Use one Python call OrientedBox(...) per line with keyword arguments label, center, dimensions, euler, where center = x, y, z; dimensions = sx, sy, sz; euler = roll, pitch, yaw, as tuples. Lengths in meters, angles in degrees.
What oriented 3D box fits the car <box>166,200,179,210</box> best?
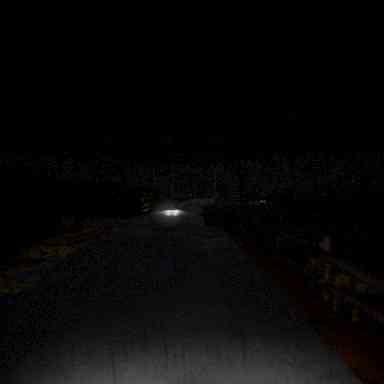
OrientedBox(label="car", center=(-3.070, 2.057, 52.842), dimensions=(2.128, 1.511, 4.902), euler=(0, -1, 0))
